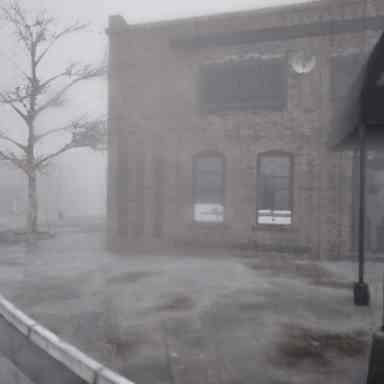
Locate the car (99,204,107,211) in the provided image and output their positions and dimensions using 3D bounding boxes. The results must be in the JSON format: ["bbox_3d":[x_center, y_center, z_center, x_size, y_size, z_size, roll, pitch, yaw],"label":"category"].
[{"bbox_3d":[-13.523,2.467,56.073,1.882,1.535,5.008,1,-1,29],"label":"car"}]
